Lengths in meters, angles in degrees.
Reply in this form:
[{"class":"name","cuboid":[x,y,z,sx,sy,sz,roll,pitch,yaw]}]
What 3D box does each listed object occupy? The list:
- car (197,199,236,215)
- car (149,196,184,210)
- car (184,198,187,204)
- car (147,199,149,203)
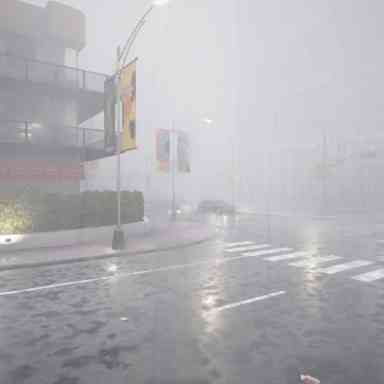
[{"class":"car","cuboid":[2.451,1.505,33.846,1.837,1.490,4.892,0,0,-35]},{"class":"car","cuboid":[-3.324,1.564,42.115,1.994,1.385,4.181,0,0,-35]},{"class":"car","cuboid":[-2.419,1.547,62.047,2.033,1.411,5.357,0,0,-19]},{"class":"car","cuboid":[-6.023,1.491,59.267,4.902,1.511,2.128,0,0,42]}]
